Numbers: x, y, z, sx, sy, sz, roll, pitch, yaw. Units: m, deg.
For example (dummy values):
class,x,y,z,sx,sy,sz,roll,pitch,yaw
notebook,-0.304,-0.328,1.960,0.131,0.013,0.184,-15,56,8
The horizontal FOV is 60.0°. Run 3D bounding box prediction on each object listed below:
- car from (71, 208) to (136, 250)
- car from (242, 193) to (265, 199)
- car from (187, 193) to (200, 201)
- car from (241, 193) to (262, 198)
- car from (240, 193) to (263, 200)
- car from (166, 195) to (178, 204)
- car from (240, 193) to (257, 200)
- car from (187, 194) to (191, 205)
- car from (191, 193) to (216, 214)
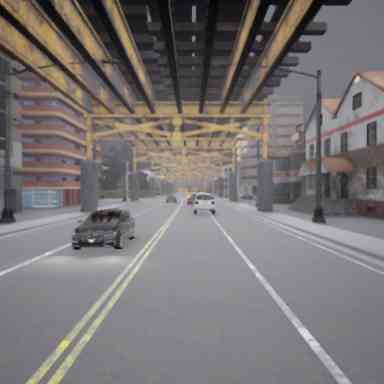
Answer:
class,x,y,z,sx,sy,sz,roll,pitch,yaw
car,-3.594,1.505,14.300,1.837,1.490,4.892,0,0,0
car,13.341,0.845,72.095,4.536,1.218,1.853,0,1,-20
car,0.223,1.003,68.233,1.882,1.535,5.008,0,1,-10
car,13.668,0.798,76.213,4.536,1.218,1.853,0,1,25
car,13.621,0.955,76.237,4.974,1.542,2.038,0,1,25
car,-3.476,1.283,57.322,1.812,1.442,4.674,0,1,0
car,13.293,1.002,72.078,4.974,1.542,2.038,0,1,-20
car,0.231,1.342,52.252,1.994,1.385,4.181,0,1,0
car,1.240,1.170,34.308,2.150,2.045,5.566,0,0,0
